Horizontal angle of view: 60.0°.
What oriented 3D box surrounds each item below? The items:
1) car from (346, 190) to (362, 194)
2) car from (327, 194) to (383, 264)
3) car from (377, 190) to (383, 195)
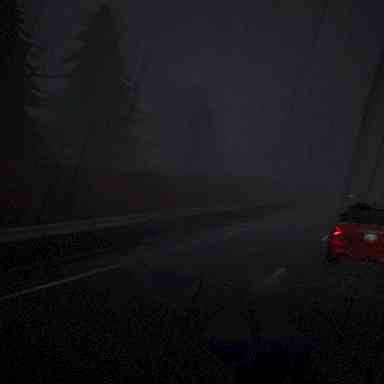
[{"bbox_3d":[20.337,0.574,41.411,1.837,1.490,4.892,3,3,31],"label":"car"},{"bbox_3d":[5.618,1.128,10.206,2.097,1.767,4.553,4,3,31],"label":"car"},{"bbox_3d":[25.263,0.698,42.843,1.837,1.490,4.892,3,3,31],"label":"car"}]
